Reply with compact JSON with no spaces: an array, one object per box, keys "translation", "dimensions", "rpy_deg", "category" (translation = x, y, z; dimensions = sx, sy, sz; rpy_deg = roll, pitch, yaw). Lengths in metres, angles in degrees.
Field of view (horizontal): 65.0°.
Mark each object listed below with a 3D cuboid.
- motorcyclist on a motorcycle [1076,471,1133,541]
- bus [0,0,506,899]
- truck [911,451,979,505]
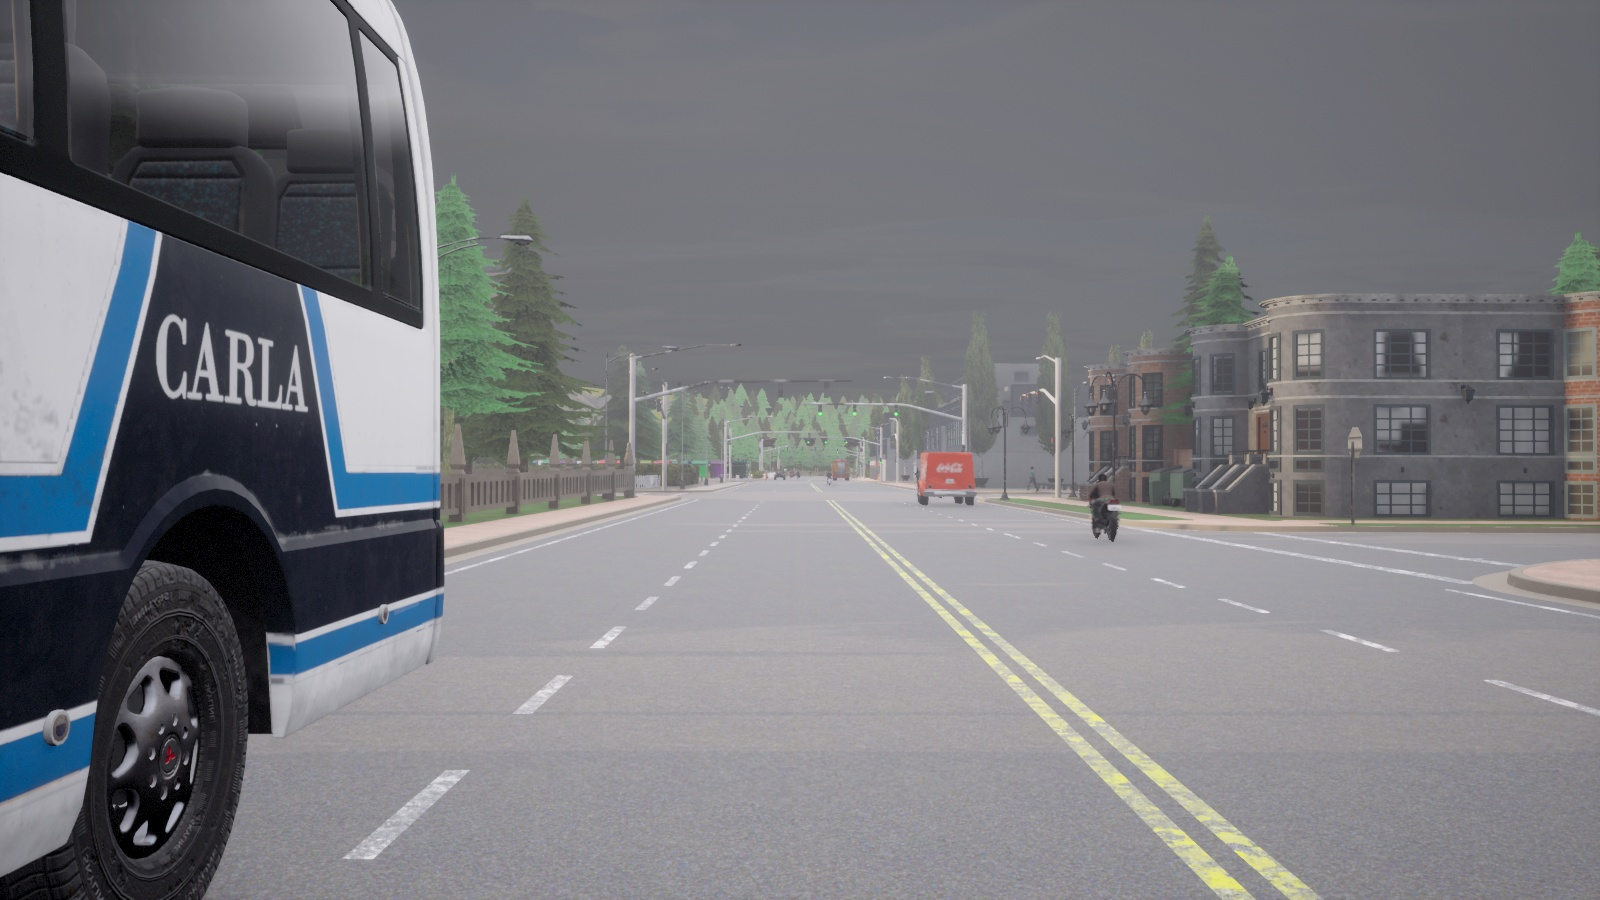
[{"translation":[6.935,1.250,28.689],"dimensions":[0.797,1.523,2.044],"rpy_deg":[0,-1,0],"category":"motorcyclist on a motorcycle"},{"translation":[-3.508,-0.523,1.472],"dimensions":[3.944,4.253,10.273],"rpy_deg":[0,-1,0],"category":"bus"},{"translation":[6.861,1.307,60.066],"dimensions":[2.627,2.467,5.204],"rpy_deg":[0,-1,0],"category":"truck"}]
